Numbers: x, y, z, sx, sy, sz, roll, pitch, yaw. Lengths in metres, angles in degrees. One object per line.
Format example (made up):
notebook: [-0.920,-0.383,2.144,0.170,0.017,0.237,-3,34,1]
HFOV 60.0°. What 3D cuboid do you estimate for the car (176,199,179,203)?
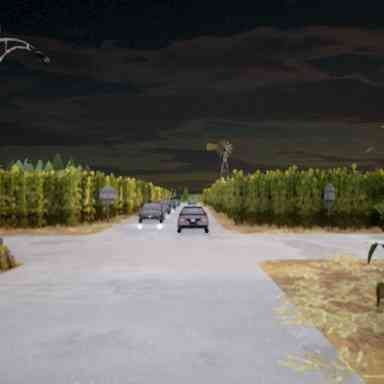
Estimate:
car: [-3.249,1.782,46.717,1.994,1.385,4.181,0,-1,0]

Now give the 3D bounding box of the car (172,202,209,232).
car: [0.057,1.609,20.598,2.033,1.411,5.357,0,0,0]

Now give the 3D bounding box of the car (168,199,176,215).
car: [-3.244,1.632,36.635,2.128,1.511,4.902,0,0,0]

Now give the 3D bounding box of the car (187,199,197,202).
car: [0.010,2.236,69.538,2.033,1.411,5.357,0,-1,0]

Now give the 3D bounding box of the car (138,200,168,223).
car: [-3.190,1.623,26.998,1.837,1.490,4.892,0,-1,-1]
